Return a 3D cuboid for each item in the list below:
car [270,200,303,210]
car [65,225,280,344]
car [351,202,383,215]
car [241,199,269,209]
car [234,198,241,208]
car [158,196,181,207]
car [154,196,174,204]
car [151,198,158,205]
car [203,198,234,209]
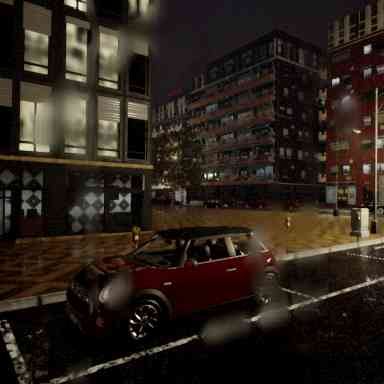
[{"bbox_3d":[13.362,1.806,45.976,1.802,1.307,4.206,1,-1,-35],"label":"car"},{"bbox_3d":[-0.237,1.441,6.372,4.097,1.590,1.967,0,1,-35],"label":"car"},{"bbox_3d":[19.901,1.730,36.710,1.947,1.339,4.313,1,-1,-35],"label":"car"},{"bbox_3d":[10.093,1.800,50.610,1.887,1.381,4.507,1,-1,-35],"label":"car"},{"bbox_3d":[6.824,1.725,55.244,1.967,1.590,4.097,1,-1,-35],"label":"car"},{"bbox_3d":[-3.296,1.733,55.050,1.887,1.381,4.507,1,-1,-35],"label":"car"},{"bbox_3d":[-6.253,1.724,73.779,2.192,1.841,5.009,1,-1,-35],"label":"car"},{"bbox_3d":[-6.565,1.763,59.683,1.887,1.381,4.507,1,-1,-35],"label":"car"},{"bbox_3d":[3.243,1.677,45.783,2.008,1.369,4.403,1,-1,-35],"label":"car"}]
